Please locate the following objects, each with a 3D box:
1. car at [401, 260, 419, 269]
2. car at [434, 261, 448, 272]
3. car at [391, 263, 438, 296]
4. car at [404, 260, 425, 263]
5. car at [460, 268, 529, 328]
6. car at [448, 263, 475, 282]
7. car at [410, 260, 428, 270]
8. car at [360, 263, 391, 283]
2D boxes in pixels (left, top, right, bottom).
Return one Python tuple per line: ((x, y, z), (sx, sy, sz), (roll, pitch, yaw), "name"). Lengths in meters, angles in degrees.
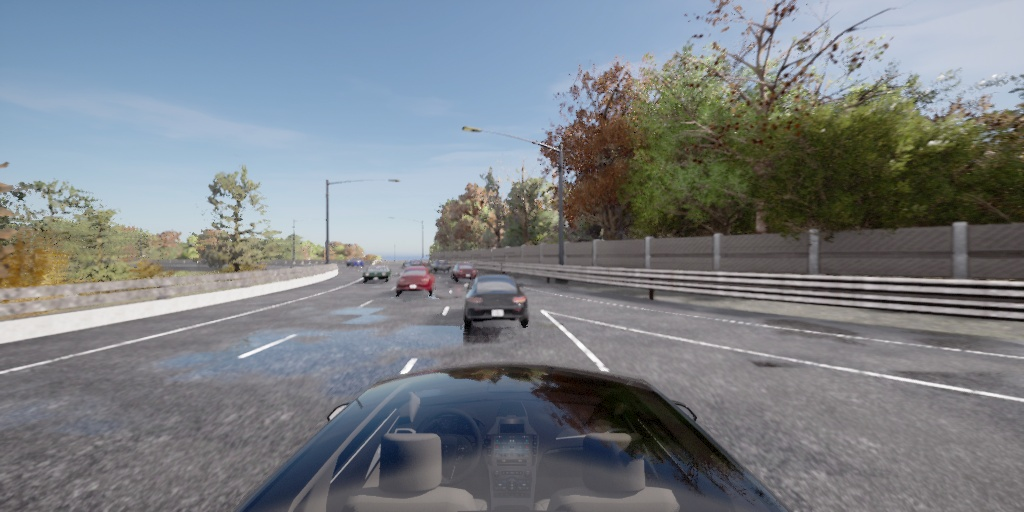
((-17.738, 1.446, 62.280), (2.033, 1.411, 5.357), (0, 0, -27), "car")
((-8.912, 1.335, 44.652), (2.128, 1.511, 4.902), (0, 0, -22), "car")
((-5.182, 1.320, 19.630), (1.812, 1.442, 4.674), (0, 0, -10), "car")
((-10.996, 1.336, 40.468), (2.128, 1.511, 4.902), (0, 0, -21), "car")
((-0.555, 1.294, 11.453), (1.812, 1.442, 4.674), (0, 0, -5), "car")
((-3.987, 1.333, 29.902), (1.812, 1.442, 4.674), (0, 0, -15), "car")
((-14.758, 1.408, 56.674), (1.812, 1.442, 4.674), (0, 0, -28), "car")
((-10.906, 1.426, 29.321), (1.895, 1.301, 4.718), (0, 0, -15), "car")
